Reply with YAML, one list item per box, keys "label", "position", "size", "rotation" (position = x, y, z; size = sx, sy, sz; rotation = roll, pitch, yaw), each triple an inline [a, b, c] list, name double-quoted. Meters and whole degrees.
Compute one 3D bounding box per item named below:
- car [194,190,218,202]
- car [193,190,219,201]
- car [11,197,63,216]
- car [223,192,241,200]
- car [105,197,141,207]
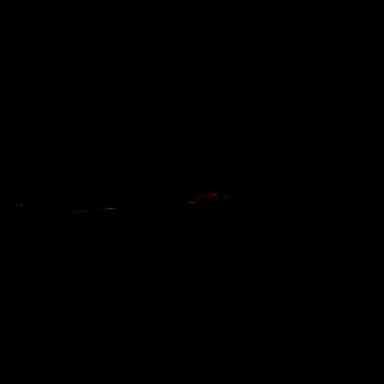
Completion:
- label: "car"
  position: [2.227, 0.831, 57.597]
  size: [2.097, 1.767, 4.553]
  rotation: [-1, 0, 36]
- label: "car"
  position: [2.784, 0.667, 63.242]
  size: [2.150, 2.045, 5.566]
  rotation: [-1, 0, 35]
- label: "car"
  position: [-15.216, 1.317, 32.951]
  size: [2.097, 1.767, 4.553]
  rotation: [-1, 0, 35]
- label: "car"
  position: [7.986, 0.794, 65.835]
  size: [1.882, 1.535, 5.008]
  rotation: [-1, 0, 35]
- label: "car"
  position: [-9.499, 1.347, 45.987]
  size: [2.033, 1.411, 5.357]
  rotation: [-1, 0, 35]
